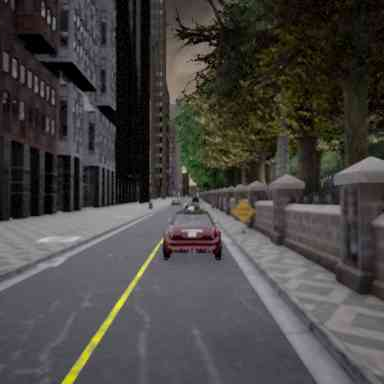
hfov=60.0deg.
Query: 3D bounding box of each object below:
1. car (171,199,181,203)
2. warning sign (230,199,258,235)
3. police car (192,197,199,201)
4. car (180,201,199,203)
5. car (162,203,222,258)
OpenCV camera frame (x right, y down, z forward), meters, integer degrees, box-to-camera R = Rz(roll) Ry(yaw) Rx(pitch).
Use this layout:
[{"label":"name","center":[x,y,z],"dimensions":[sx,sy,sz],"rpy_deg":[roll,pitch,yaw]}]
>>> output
[{"label":"car","center":[-2.988,2.106,64.653],"dimensions":[1.994,1.385,4.181],"rpy_deg":[0,0,1]},{"label":"warning sign","center":[2.711,1.295,17.539],"dimensions":[1.300,1.860,1.060],"rpy_deg":[-1,-2,0]},{"label":"police car","center":[0.951,2.110,87.637],"dimensions":[1.930,1.638,5.238],"rpy_deg":[0,0,0]},{"label":"car","center":[0.039,1.803,28.895],"dimensions":[1.812,1.442,4.674],"rpy_deg":[0,0,1]},{"label":"car","center":[0.026,1.491,13.449],"dimensions":[2.097,1.767,4.553],"rpy_deg":[0,-1,0]}]
